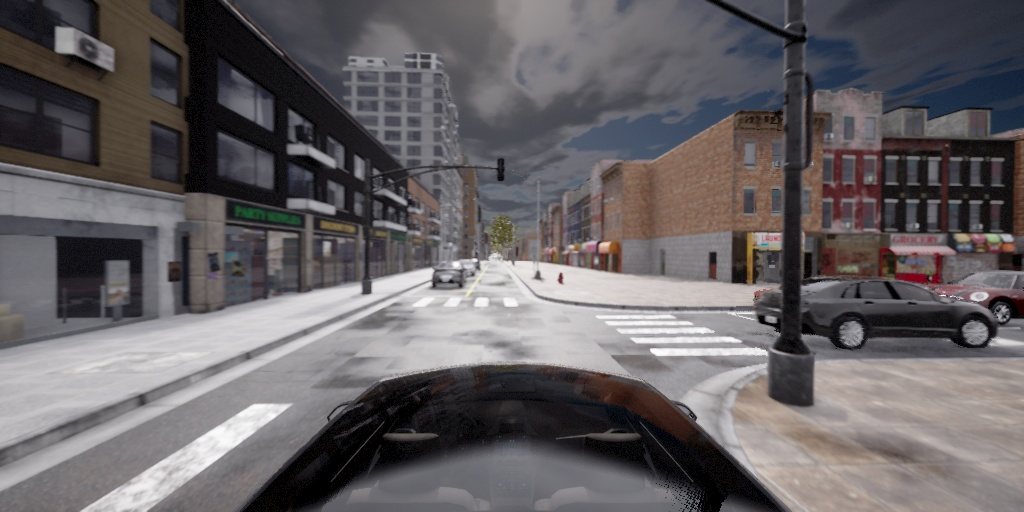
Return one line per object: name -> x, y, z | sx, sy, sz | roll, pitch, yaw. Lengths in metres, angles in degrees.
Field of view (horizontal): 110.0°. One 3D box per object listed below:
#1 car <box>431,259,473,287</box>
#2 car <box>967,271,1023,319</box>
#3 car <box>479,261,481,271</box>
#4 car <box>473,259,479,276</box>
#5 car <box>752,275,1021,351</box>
car -> -3.865, 1.076, 22.621 | 2.128, 1.511, 4.902 | 0, 0, -3
car -> 15.344, 1.196, 11.333 | 4.097, 1.591, 1.967 | 0, 0, -3
car -> -4.772, 1.031, 43.263 | 1.994, 1.385, 4.181 | 0, 0, -2
car -> -4.321, 1.044, 32.914 | 1.812, 1.442, 4.674 | 0, 0, -3
car -> 8.464, 1.251, 8.534 | 4.892, 1.490, 1.837 | 0, -1, -4
